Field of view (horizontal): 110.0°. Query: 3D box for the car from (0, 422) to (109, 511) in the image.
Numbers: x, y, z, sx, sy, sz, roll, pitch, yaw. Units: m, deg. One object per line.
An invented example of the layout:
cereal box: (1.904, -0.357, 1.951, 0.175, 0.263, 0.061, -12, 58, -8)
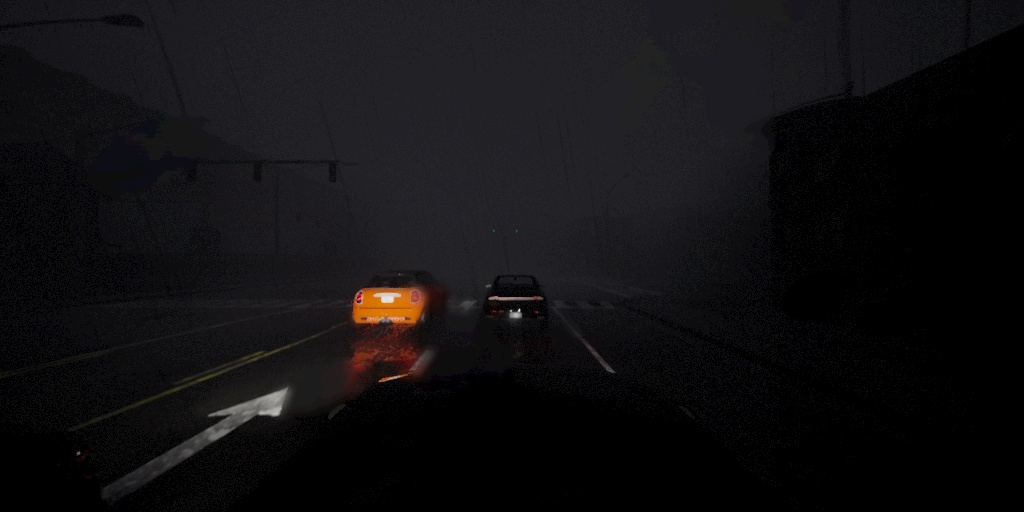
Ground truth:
car: (-3.401, 1.222, 0.141, 2.128, 1.511, 4.902, 0, -1, 0)

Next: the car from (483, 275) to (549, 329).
car: (0.118, 1.368, 11.826, 2.128, 1.511, 4.902, 0, -1, 0)

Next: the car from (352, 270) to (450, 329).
car: (-3.394, 1.230, 11.895, 2.097, 1.767, 4.553, 0, -1, 0)
